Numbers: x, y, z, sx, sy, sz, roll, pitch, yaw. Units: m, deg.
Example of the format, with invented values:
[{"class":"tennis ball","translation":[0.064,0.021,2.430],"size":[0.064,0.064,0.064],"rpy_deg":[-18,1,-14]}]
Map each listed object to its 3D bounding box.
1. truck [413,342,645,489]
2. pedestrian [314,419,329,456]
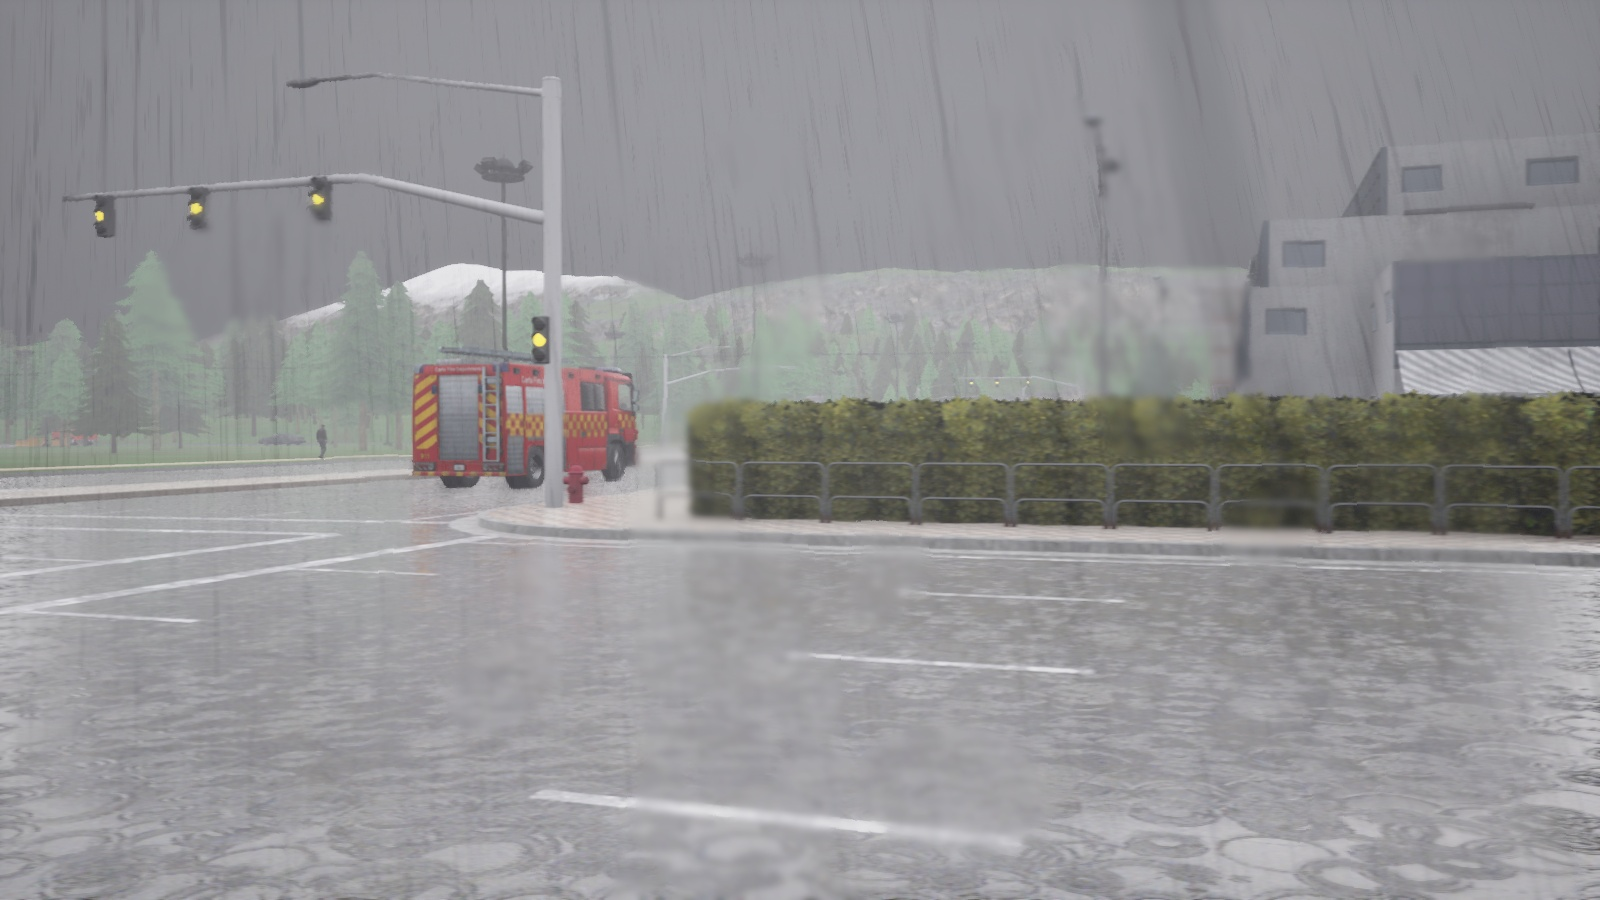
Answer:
[{"class":"truck","translation":[-7.698,-0.963,37.197],"size":[2.891,3.827,8.468],"rpy_deg":[1,1,18]},{"class":"pedestrian","translation":[-24.423,-0.653,64.110],"size":[0.376,1.854,0.720],"rpy_deg":[0,1,17]}]
